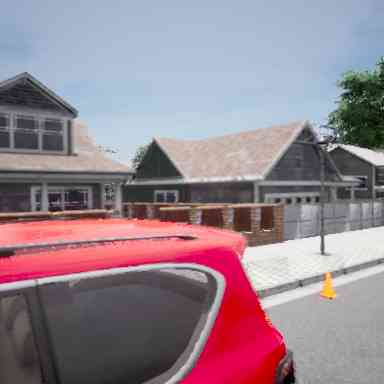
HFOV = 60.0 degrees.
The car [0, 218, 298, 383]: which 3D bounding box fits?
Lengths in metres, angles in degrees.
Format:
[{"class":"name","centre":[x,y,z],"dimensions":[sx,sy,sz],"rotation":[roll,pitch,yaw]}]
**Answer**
[{"class":"car","centre":[-1.937,1.226,1.221],"dimensions":[5.566,2.045,2.150],"rotation":[0,0,-35]}]

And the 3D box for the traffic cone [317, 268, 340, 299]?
[{"class":"traffic cone","centre":[2.953,1.944,7.191],"dimensions":[0.340,0.580,0.340],"rotation":[0,0,-37]}]
